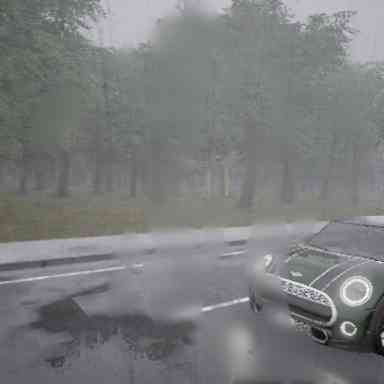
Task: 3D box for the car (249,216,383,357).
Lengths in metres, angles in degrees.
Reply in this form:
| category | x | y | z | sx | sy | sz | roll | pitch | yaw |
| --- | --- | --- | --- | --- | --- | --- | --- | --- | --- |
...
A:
| category | x | y | z | sx | sy | sz | roll | pitch | yaw |
| --- | --- | --- | --- | --- | --- | --- | --- | --- | --- |
| car | 3.194 | 1.260 | 6.001 | 4.553 | 1.767 | 2.097 | 1 | 2 | -35 |
